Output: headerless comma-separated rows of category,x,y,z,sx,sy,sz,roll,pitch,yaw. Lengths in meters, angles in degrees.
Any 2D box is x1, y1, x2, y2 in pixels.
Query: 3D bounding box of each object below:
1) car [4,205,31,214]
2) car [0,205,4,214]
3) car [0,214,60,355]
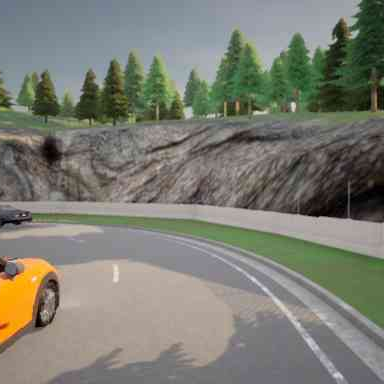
car,-13.470,1.566,22.179,5.357,1.411,2.033,0,0,10
car,-13.300,1.520,18.476,4.892,1.490,1.837,0,-2,17
car,-3.400,1.355,4.122,2.097,1.767,4.553,0,0,-1
